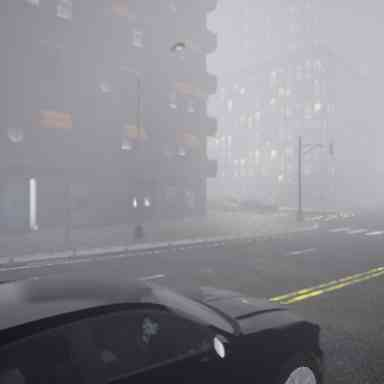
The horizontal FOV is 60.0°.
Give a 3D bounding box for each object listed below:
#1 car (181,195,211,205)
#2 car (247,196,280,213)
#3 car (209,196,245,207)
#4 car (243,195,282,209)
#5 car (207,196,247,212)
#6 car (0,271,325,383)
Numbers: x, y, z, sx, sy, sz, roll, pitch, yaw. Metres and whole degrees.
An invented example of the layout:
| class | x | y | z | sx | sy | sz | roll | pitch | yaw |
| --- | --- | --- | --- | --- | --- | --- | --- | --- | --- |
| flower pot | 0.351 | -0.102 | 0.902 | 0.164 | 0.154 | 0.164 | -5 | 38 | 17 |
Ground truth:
| class | x | y | z | sx | sy | sz | roll | pitch | yaw |
| --- | --- | --- | --- | --- | --- | --- | --- | --- | --- |
| car | 0.504 | 1.149 | 47.947 | 4.206 | 1.307 | 1.802 | 1 | 0 | 44 |
| car | 6.594 | 1.368 | 33.931 | 4.181 | 1.385 | 1.994 | 1 | 1 | 44 |
| car | 4.589 | 1.227 | 43.974 | 4.313 | 1.339 | 1.947 | 1 | 0 | 44 |
| car | 8.487 | 1.188 | 40.299 | 4.097 | 1.590 | 1.967 | 1 | 0 | 44 |
| car | 2.815 | 1.289 | 33.890 | 4.829 | 1.417 | 1.752 | 1 | 0 | 44 |
| car | -0.864 | 1.482 | 2.872 | 5.008 | 1.535 | 1.882 | 0 | 0 | -36 |
